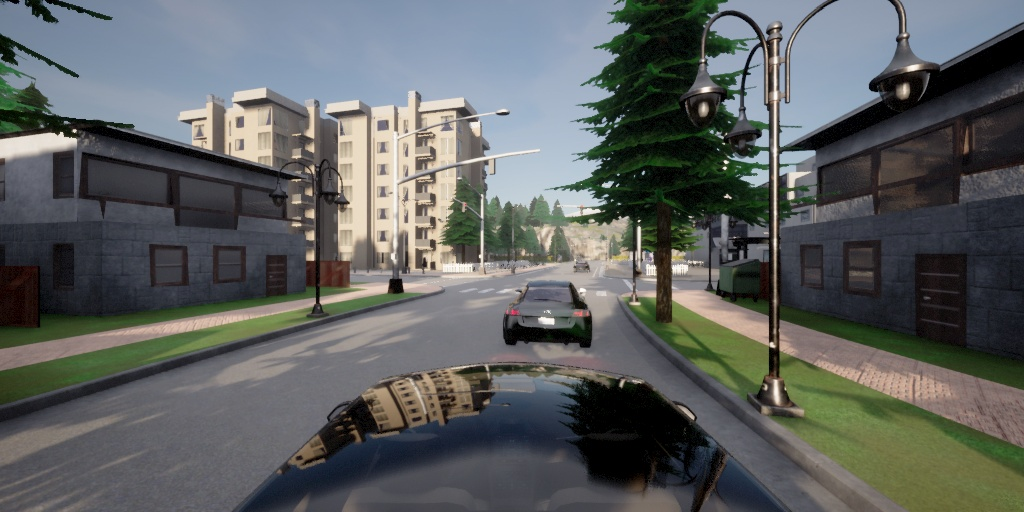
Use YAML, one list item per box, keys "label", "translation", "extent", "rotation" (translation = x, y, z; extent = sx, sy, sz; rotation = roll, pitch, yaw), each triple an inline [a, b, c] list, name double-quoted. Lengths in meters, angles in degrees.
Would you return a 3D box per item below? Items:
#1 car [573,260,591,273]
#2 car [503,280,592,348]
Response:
- label: "car"
  translation: [8.753, 1.276, 44.911]
  extent: [2.128, 1.511, 4.902]
  rotation: [0, 0, 14]
- label: "car"
  translation: [0.999, 1.314, 9.370]
  extent: [1.994, 1.385, 4.181]
  rotation: [0, 0, 8]
